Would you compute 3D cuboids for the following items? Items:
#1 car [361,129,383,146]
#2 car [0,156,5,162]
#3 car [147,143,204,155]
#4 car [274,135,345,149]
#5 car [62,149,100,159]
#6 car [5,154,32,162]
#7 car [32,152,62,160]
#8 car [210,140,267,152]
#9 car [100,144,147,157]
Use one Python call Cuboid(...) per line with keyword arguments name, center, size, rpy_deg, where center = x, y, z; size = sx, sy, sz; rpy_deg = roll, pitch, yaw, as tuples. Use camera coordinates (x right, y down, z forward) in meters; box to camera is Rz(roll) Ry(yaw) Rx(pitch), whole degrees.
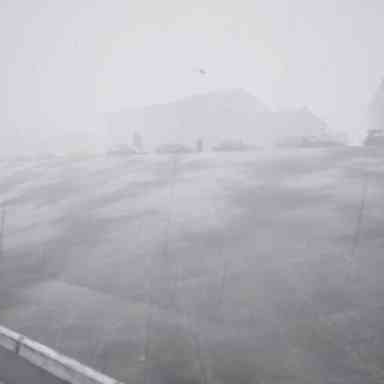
Cuboid(name="car", center=(13.603, -3.357, 21.809), size=(4.553, 1.767, 2.185), rpy_deg=(1, 1, 26))
Cuboid(name="car", center=(-24.847, -4.038, 43.988), size=(4.892, 1.521, 2.231), rpy_deg=(1, 0, 34))
Cuboid(name="car", center=(-1.174, -3.526, 29.316), size=(4.792, 1.488, 2.163), rpy_deg=(1, 1, 29))
Cuboid(name="car", center=(8.523, -3.353, 24.251), size=(4.892, 1.521, 2.231), rpy_deg=(1, 1, 27))
Cuboid(name="car", center=(-10.921, -3.762, 34.932), size=(5.008, 1.535, 2.097), rpy_deg=(1, 1, 32))
Cuboid(name="car", center=(-20.280, -3.960, 40.889), size=(4.892, 1.521, 2.231), rpy_deg=(1, 1, 34))
Cuboid(name="car", center=(-15.633, -3.823, 37.860), size=(4.674, 1.452, 2.002), rpy_deg=(1, 1, 33))
Cuboid(name="car", center=(3.690, -3.415, 26.709), size=(4.674, 1.452, 2.002), rpy_deg=(1, 1, 28))
Cuboid(name="car", center=(-6.166, -3.786, 32.116), size=(4.553, 1.767, 2.185), rpy_deg=(1, 1, 31))
